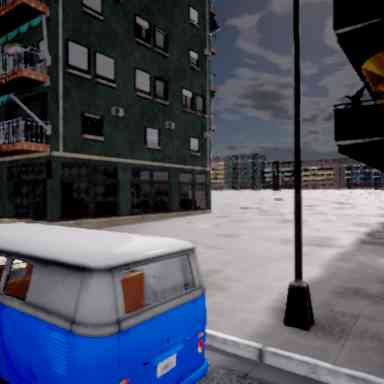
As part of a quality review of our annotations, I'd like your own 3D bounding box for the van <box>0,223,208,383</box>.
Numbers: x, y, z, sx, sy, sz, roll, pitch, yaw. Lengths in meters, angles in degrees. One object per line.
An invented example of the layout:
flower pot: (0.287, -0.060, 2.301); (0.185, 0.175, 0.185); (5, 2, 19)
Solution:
van: (-1.736, 1.351, 4.125); (3.998, 1.788, 1.690); (0, 0, 36)
